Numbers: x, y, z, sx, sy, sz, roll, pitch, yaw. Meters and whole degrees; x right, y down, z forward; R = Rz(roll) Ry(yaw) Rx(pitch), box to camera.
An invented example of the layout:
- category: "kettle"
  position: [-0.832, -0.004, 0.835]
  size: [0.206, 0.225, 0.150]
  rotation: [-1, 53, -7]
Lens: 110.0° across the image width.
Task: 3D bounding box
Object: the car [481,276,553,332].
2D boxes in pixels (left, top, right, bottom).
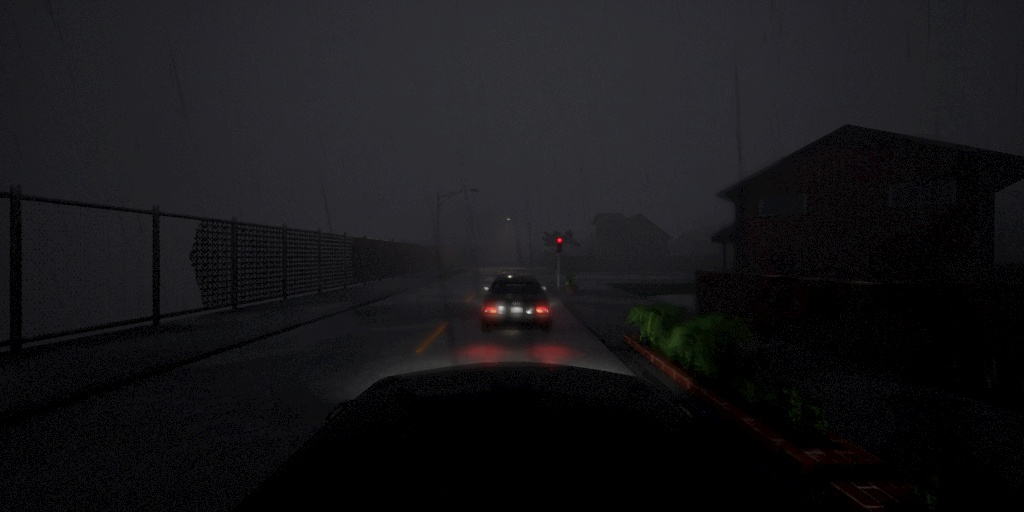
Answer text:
- category: "car"
  position: [0.116, 1.297, 10.780]
  size: [2.033, 1.411, 5.357]
  rotation: [0, 0, 0]
